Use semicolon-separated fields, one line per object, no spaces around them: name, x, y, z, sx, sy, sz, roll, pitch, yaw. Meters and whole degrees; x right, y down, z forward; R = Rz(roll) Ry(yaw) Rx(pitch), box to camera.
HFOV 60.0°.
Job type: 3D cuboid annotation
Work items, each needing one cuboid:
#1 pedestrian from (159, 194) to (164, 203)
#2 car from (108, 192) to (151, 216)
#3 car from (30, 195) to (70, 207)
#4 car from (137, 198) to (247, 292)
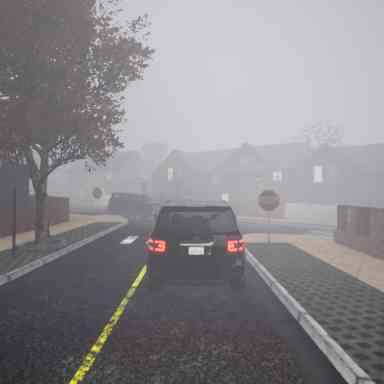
pedestrian;-3.107;1.092;34.121;0.375;1.860;0.375;-1;-5;32
car;-4.650;1.110;28.154;5.566;2.045;2.150;3;1;32
car;-15.137;1.006;34.745;5.357;1.411;2.033;2;0;32
car;0.100;1.227;9.085;2.150;2.045;5.566;0;0;0
